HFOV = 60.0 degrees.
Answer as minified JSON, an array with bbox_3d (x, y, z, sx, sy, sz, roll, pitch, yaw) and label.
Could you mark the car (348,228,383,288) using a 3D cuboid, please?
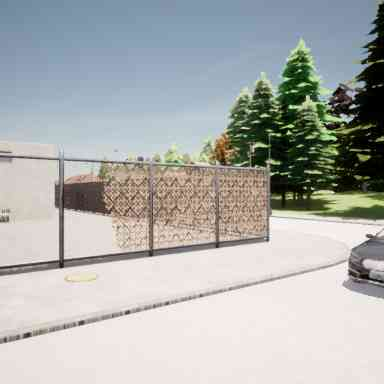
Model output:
[{"bbox_3d":[5.841,1.491,8.521,4.902,1.511,2.128,0,0,-39],"label":"car"}]
